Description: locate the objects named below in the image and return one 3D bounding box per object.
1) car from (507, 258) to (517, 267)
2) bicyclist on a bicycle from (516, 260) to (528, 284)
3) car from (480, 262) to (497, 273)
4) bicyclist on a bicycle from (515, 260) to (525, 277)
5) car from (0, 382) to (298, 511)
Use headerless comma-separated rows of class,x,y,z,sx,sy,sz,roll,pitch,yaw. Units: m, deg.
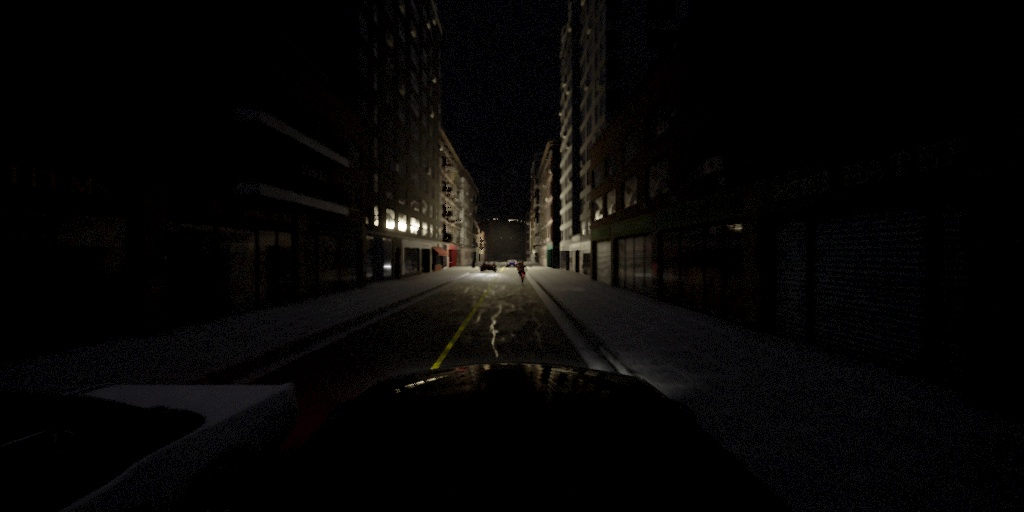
car,0.011,1.347,63.506,1.895,1.301,4.718,0,0,0
bicyclist on a bicycle,0.753,1.175,25.497,0.866,1.612,1.509,0,0,0
car,-2.852,1.338,43.765,1.895,1.301,4.718,0,0,0
bicyclist on a bicycle,0.751,1.173,34.338,0.866,1.612,1.509,0,0,0
car,-2.851,1.351,0.979,1.895,1.301,4.718,0,0,0
